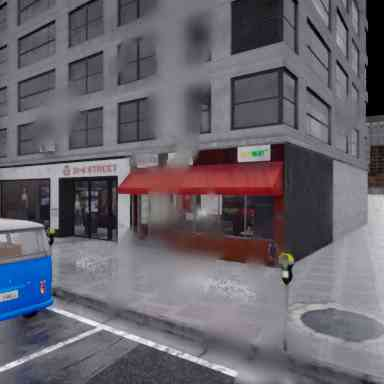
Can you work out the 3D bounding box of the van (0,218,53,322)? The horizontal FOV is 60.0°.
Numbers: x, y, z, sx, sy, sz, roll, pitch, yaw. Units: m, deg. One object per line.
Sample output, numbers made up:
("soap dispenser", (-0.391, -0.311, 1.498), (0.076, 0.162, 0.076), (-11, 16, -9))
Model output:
("van", (-4.280, 1.340, 6.130), (3.998, 1.788, 1.690), (0, 0, 35))
